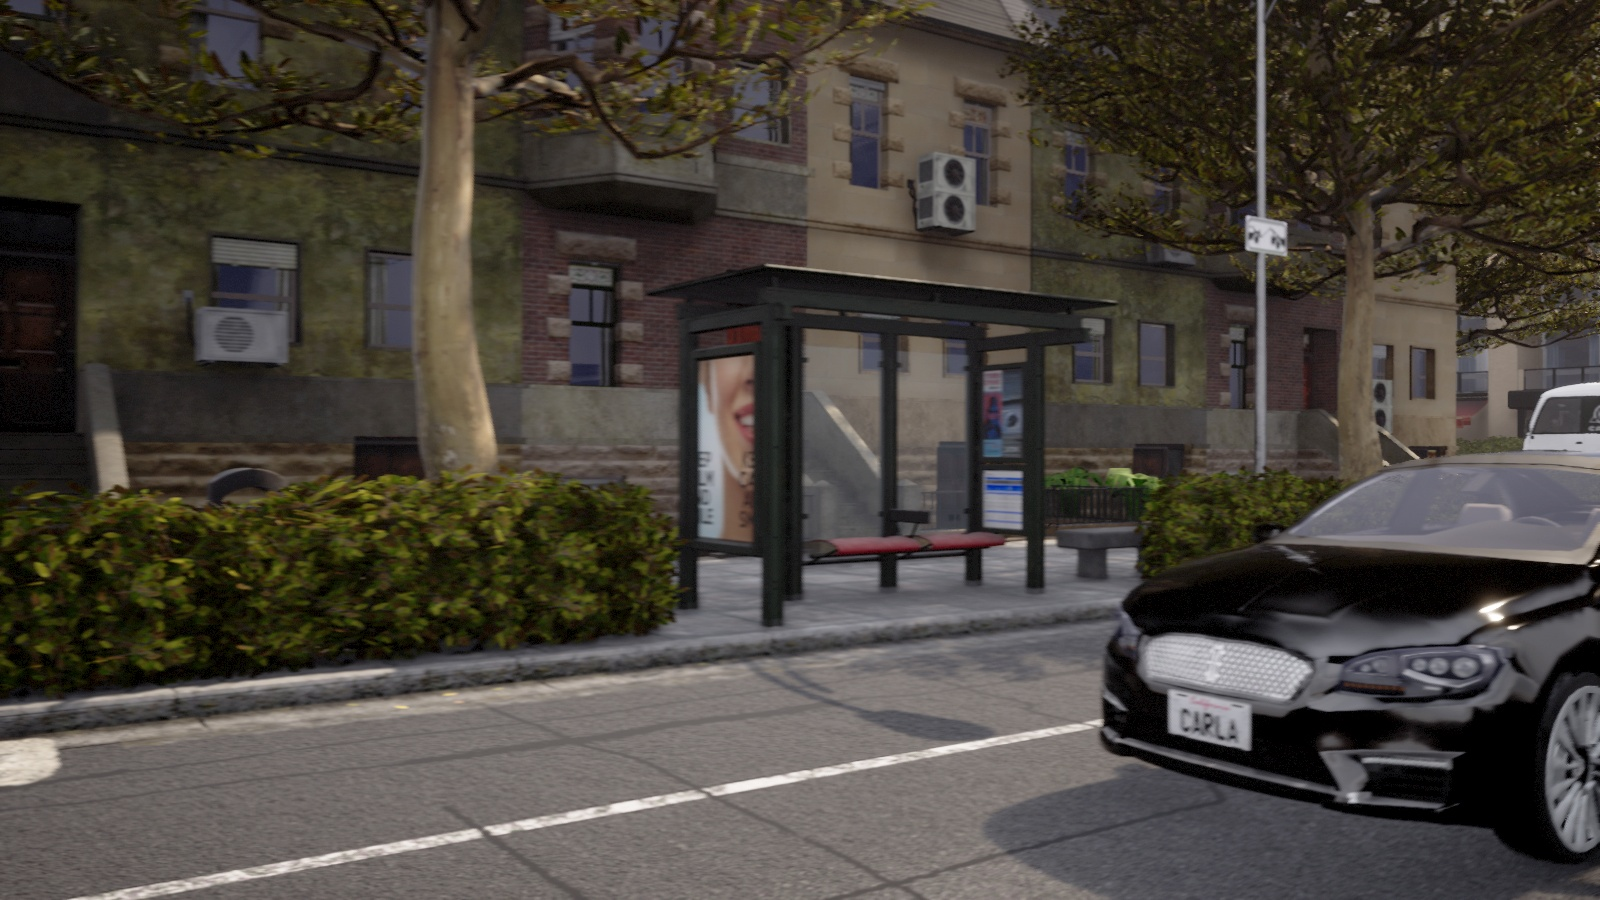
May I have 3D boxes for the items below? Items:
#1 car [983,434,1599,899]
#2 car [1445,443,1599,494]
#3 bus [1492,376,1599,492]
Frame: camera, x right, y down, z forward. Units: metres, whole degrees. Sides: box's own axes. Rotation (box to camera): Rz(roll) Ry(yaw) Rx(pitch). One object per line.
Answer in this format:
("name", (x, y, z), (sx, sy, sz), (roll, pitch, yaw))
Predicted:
("car", (3.424, 0.709, 6.042), (4.902, 1.511, 2.128), (0, 0, -35))
("car", (26.817, 0.661, 46.707), (2.097, 1.767, 4.553), (0, 0, -35))
("bus", (31.602, -0.586, 45.983), (3.944, 4.253, 10.273), (0, 0, -35))
